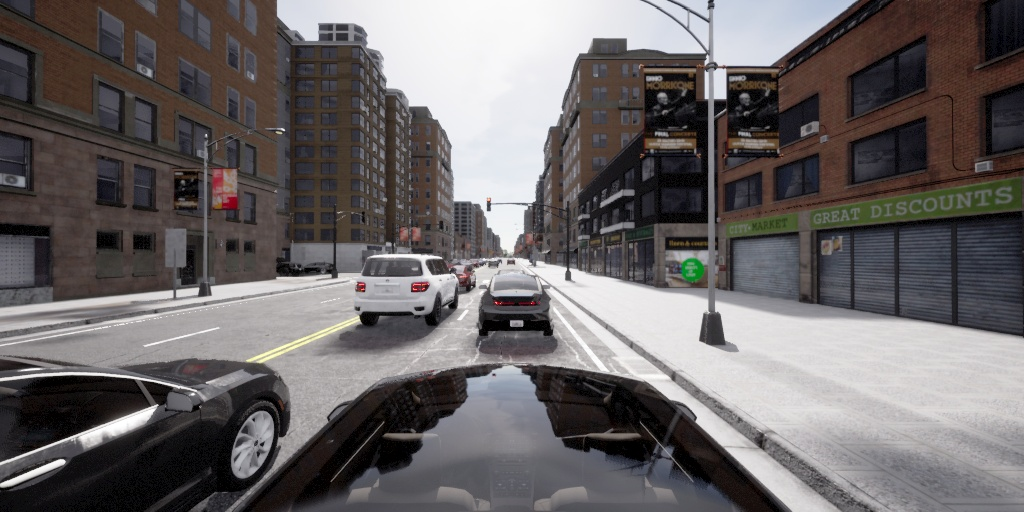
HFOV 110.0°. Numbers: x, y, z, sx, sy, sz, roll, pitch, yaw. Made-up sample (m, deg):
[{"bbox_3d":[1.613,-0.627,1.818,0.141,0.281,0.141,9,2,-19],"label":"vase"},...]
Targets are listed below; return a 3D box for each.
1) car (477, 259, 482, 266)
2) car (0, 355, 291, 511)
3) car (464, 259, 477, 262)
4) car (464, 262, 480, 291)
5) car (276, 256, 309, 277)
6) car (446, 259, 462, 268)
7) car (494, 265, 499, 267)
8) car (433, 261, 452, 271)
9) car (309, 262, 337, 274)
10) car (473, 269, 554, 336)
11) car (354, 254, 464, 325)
[{"bbox_3d":[-6.710,1.254,61.616,1.882,1.535,5.008,0,0,0],"label":"car"},{"bbox_3d":[-3.152,1.255,1.666,1.837,1.490,4.892,0,0,0],"label":"car"},{"bbox_3d":[-6.705,1.333,51.983,1.994,1.385,4.181,0,0,0],"label":"car"},{"bbox_3d":[-3.253,1.279,21.593,1.812,1.442,4.674,0,0,0],"label":"car"},{"bbox_3d":[-23.563,0.974,35.243,5.566,2.045,2.150,0,0,0],"label":"car"},{"bbox_3d":[-9.953,1.254,61.708,1.882,1.535,5.008,0,0,0],"label":"car"},{"bbox_3d":[-0.040,1.353,19.699,1.895,1.301,4.718,0,0,0],"label":"car"},{"bbox_3d":[-9.956,1.370,51.550,1.895,1.301,4.718,0,0,0],"label":"car"},{"bbox_3d":[-22.237,1.347,40.721,4.313,1.339,1.948,0,0,0],"label":"car"},{"bbox_3d":[0.083,1.256,10.385,1.837,1.490,4.892,0,0,0],"label":"car"},{"bbox_3d":[-3.175,0.972,11.892,2.150,2.045,5.566,0,0,1],"label":"car"}]
